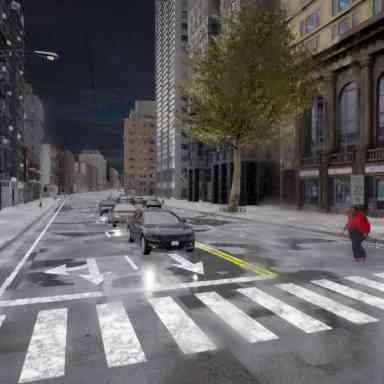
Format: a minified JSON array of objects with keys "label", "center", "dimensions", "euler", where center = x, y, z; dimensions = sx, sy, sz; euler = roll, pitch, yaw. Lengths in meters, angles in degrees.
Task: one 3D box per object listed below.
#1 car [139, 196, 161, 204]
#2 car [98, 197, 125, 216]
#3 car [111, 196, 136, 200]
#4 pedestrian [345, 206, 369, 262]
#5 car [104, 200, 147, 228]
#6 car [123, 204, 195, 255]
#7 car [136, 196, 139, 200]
[{"label":"car","center":[-5.415,1.455,44.369],"dimensions":[1.994,1.385,4.181],"euler":[0,0,-19]},{"label":"car","center":[-8.180,1.486,32.433],"dimensions":[2.033,1.411,5.357],"euler":[0,0,-19]},{"label":"car","center":[-9.809,1.365,47.110],"dimensions":[2.128,1.511,4.902],"euler":[0,0,-20]},{"label":"pedestrian","center":[5.175,1.279,10.433],"dimensions":[0.375,1.860,0.375],"euler":[-1,1,-20]},{"label":"car","center":[-4.597,1.494,22.452],"dimensions":[1.812,1.442,4.674],"euler":[0,0,-20]},{"label":"car","center":[-1.418,1.461,13.613],"dimensions":[1.882,1.535,5.008],"euler":[0,0,-20]},{"label":"car","center":[-8.857,1.333,53.767],"dimensions":[2.128,1.511,4.902],"euler":[0,0,-20]}]
